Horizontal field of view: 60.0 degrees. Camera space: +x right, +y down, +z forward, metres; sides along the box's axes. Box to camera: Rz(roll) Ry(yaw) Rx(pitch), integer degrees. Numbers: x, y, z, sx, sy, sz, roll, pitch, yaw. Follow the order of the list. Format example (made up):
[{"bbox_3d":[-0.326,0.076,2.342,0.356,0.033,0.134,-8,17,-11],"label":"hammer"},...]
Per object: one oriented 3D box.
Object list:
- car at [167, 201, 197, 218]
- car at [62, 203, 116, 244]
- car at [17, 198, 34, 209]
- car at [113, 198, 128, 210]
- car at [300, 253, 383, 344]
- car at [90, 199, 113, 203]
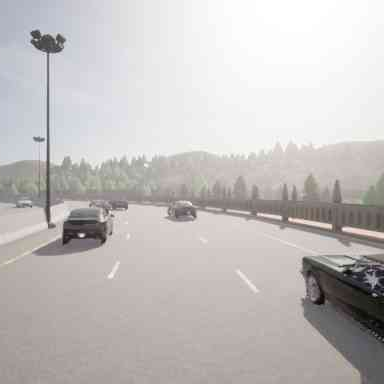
[{"bbox_3d":[-0.921,1.524,29.702,1.812,1.442,4.674,0,0,-16],"label":"car"},{"bbox_3d":[-4.903,1.504,15.991,1.837,1.490,4.892,0,0,-9],"label":"car"},{"bbox_3d":[-23.498,1.524,46.670,1.812,1.442,4.674,0,0,-31],"label":"car"},{"bbox_3d":[-9.563,1.489,42.832,2.128,1.511,4.902,0,0,-24],"label":"car"},{"bbox_3d":[3.394,1.600,5.173,1.895,1.301,4.718,0,0,-3],"label":"car"},{"bbox_3d":[-9.591,1.546,33.885,2.033,1.411,5.357,0,0,-20],"label":"car"}]
